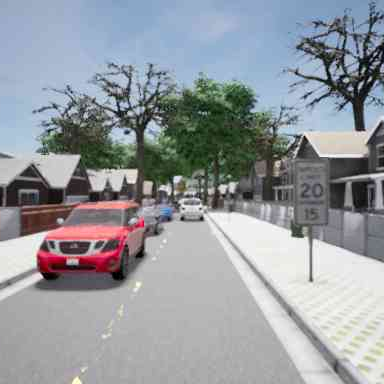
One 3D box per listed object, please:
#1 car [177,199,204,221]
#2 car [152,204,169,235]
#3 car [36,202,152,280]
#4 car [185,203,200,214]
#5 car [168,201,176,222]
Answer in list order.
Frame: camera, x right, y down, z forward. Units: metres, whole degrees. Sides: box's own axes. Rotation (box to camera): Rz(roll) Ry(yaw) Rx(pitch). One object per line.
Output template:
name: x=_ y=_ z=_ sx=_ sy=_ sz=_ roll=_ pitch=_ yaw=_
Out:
car: x=0.005 y=1.656 z=32.209 sx=2.150 sy=2.045 sz=5.566 roll=0 pitch=-1 yaw=0
car: x=-2.838 y=1.772 z=20.982 sx=2.128 sy=1.511 sz=4.902 roll=0 pitch=-1 yaw=0
car: x=-2.838 y=1.365 z=10.752 sx=2.150 sy=2.045 sz=5.566 roll=0 pitch=-1 yaw=1
car: x=0.044 y=2.193 z=46.258 sx=1.994 sy=1.385 sz=4.181 roll=0 pitch=-1 yaw=1
car: x=-2.797 y=1.898 z=31.255 sx=1.882 sy=1.535 sz=5.008 roll=0 pitch=-1 yaw=0
